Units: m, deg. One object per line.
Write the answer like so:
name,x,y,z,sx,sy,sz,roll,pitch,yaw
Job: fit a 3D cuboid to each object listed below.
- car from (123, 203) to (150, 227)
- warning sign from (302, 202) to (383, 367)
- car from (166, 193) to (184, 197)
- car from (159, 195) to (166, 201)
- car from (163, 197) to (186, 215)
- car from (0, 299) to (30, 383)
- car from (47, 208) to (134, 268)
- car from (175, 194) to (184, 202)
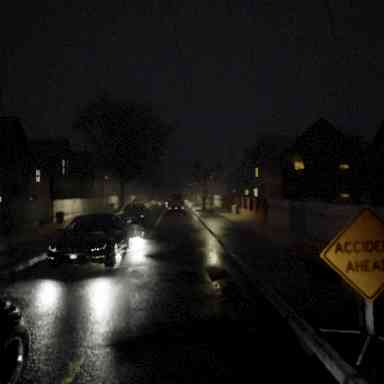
car,-3.929,1.525,22.824,2.128,1.511,4.902,-1,0,-3
warning sign,2.337,1.084,4.429,1.300,1.860,1.060,-2,-1,-3
car,-2.301,1.230,48.027,2.150,2.045,5.566,-1,0,-4
car,-6.509,1.306,75.753,1.812,1.442,4.674,-1,0,-3
car,-1.568,1.549,33.428,2.033,1.411,5.357,-1,0,-2
car,-2.907,1.597,2.329,1.994,1.385,4.181,-1,0,-2
car,-3.368,1.538,11.533,1.837,1.490,4.892,-1,0,-3
car,-2.948,1.341,78.226,2.097,1.767,4.553,-3,0,-3
